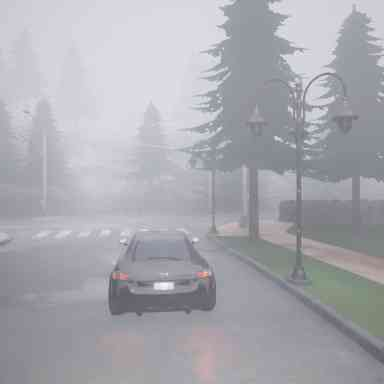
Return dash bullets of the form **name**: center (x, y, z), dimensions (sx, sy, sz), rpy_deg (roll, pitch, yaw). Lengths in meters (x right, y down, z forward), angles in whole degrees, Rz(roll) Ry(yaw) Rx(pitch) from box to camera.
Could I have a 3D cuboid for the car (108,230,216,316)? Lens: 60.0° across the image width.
- **car**: center (-0.724, 1.564, 7.631), dimensions (1.994, 1.385, 4.181), rpy_deg (0, 0, -7)
